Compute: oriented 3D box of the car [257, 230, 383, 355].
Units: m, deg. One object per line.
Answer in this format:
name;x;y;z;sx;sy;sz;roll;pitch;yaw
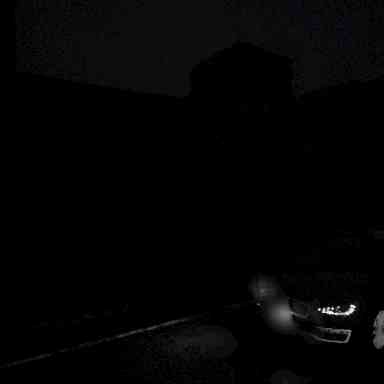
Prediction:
car;3.332;1.542;6.236;4.892;1.490;1.837;0;0;-35
